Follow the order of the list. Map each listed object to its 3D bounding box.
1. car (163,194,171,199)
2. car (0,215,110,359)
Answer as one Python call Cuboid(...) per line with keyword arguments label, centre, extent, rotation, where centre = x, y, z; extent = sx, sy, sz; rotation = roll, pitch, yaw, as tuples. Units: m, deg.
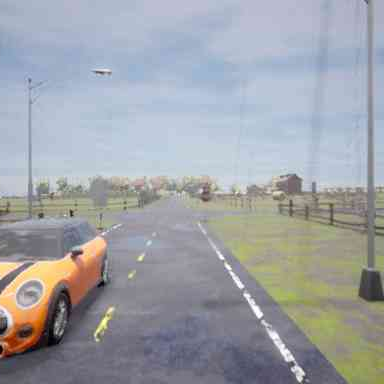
Cuboid(label="car", centre=(-6.338, 1.164, 85.220), extent=(1.812, 1.442, 4.674), rotation=(0, 0, -2))
Cuboid(label="car", centre=(-3.020, 1.360, 6.304), extent=(2.097, 1.767, 4.553), rotation=(0, 0, -2))
